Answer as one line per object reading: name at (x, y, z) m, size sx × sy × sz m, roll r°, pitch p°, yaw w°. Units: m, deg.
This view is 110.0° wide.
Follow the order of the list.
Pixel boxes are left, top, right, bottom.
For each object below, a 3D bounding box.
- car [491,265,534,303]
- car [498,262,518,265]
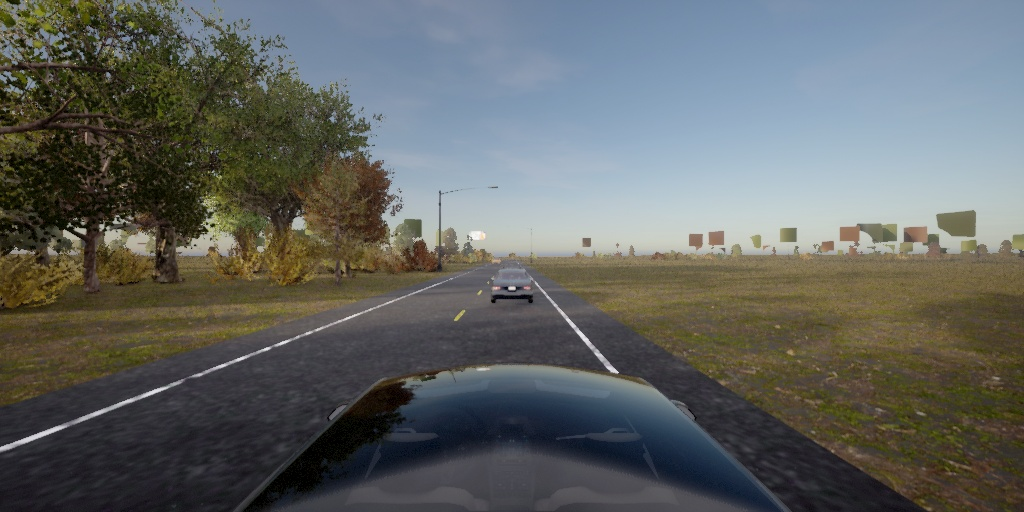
car at (0.000, 1.311, 16.500) m, size 2.033 × 1.411 × 5.357 m, roll 0°, pitch 0°, yaw 0°
car at (0.000, 1.364, 31.530) m, size 1.895 × 1.301 × 4.718 m, roll 0°, pitch 0°, yaw 0°
